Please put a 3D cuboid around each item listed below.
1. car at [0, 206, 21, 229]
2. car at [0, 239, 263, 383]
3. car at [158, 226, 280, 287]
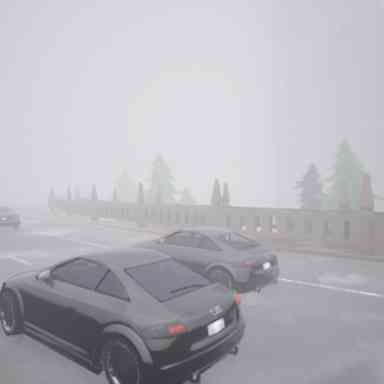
[{"bbox_3d":[-12.270,1.572,20.980,2.033,1.411,5.357,0,0,-39],"label":"car"},{"bbox_3d":[-1.288,1.580,5.212,4.181,1.385,1.994,0,0,38],"label":"car"},{"bbox_3d":[0.101,1.594,8.606,4.181,1.385,1.994,0,0,39],"label":"car"}]
